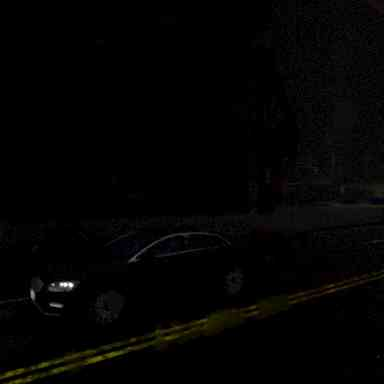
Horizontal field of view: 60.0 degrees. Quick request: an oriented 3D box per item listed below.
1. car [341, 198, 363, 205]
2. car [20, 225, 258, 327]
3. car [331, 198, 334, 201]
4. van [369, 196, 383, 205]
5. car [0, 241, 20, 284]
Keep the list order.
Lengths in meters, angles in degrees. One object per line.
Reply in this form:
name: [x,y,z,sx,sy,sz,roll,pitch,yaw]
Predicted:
car: [32.097,1.906,66.932,1.802,1.307,4.206,0,0,-35]
car: [-0.738,1.514,7.151,4.902,1.511,2.128,0,0,-35]
car: [32.487,1.789,81.081,1.802,1.307,4.206,0,0,-35]
van: [35.374,1.695,62.329,1.690,1.788,3.998,0,0,-35]
car: [-3.892,1.613,8.893,4.718,1.301,1.895,0,0,-36]
